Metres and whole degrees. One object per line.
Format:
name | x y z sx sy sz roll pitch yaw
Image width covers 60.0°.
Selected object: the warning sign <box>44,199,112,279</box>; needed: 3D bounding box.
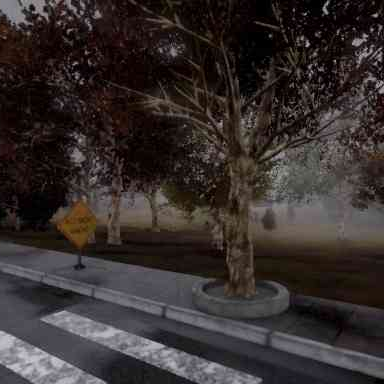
warning sign | -2.951 1.122 8.689 1.060 1.860 1.300 -1 0 35
